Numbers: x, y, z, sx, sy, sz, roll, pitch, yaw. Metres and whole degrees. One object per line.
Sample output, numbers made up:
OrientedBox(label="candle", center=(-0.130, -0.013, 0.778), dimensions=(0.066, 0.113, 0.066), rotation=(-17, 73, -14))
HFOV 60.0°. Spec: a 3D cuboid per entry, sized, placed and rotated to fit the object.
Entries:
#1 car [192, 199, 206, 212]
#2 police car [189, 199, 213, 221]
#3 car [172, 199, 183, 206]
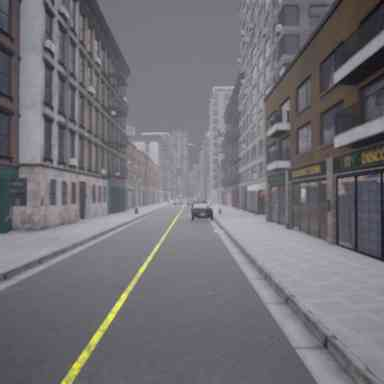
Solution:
OrientedBox(label="car", center=(0.894, 1.870, 46.517), dimensions=(1.801, 1.575, 5.366), rotation=(0, -1, 0))
OrientedBox(label="police car", center=(0.896, 1.690, 30.437), dimensions=(1.930, 1.638, 5.238), rotation=(0, -1, 0))
OrientedBox(label="car", center=(-3.009, 2.186, 70.990), dimensions=(1.812, 1.442, 4.674), rotation=(0, -1, 0))
